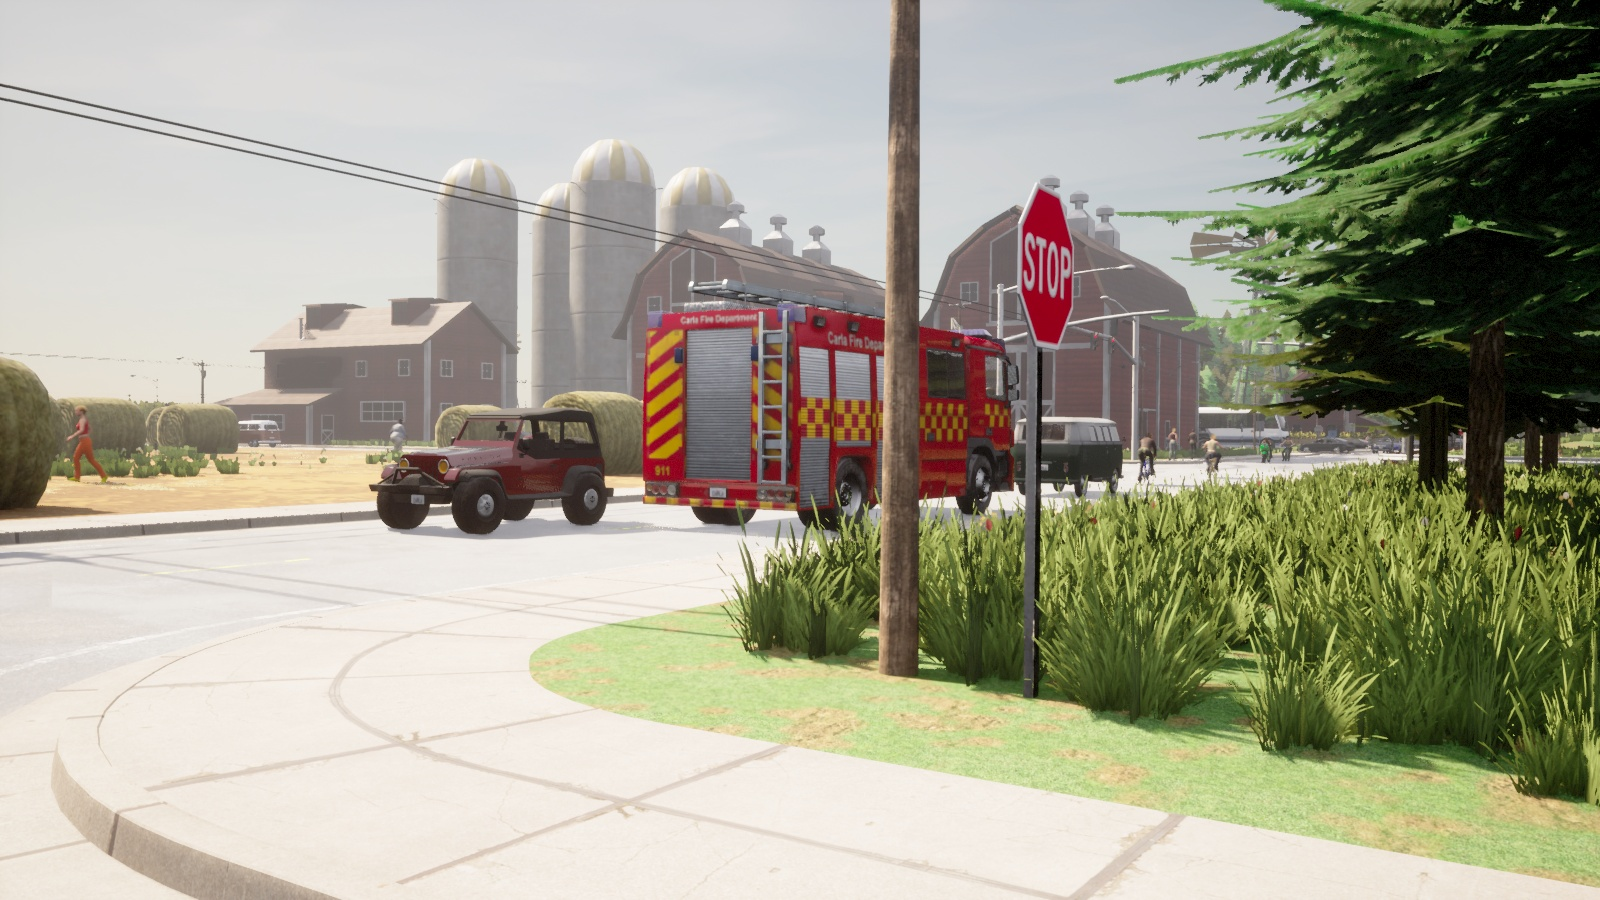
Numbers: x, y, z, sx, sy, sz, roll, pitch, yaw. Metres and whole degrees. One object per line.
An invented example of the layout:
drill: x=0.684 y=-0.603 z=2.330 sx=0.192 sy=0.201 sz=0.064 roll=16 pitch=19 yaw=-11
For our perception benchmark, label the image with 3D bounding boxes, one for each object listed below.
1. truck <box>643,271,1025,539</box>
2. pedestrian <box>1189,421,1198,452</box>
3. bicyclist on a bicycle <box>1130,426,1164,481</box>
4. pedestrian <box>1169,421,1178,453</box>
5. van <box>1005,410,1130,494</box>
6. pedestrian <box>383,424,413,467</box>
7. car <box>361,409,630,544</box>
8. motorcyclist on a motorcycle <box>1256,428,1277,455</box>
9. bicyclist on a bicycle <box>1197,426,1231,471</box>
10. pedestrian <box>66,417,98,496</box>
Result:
truck: x=1.041 y=-0.713 z=22.314 sx=2.891 sy=3.827 sz=8.468 roll=0 pitch=1 yaw=32
pedestrian: x=23.314 y=-0.805 z=74.377 sx=0.328 sy=1.805 sz=0.869 roll=0 pitch=1 yaw=31
bicyclist on a bicycle: x=10.627 y=0.099 z=38.393 sx=0.582 sy=1.620 sz=1.656 roll=0 pitch=0 yaw=31
pedestrian: x=21.037 y=-0.735 z=70.746 sx=0.345 sy=1.836 sz=0.594 roll=0 pitch=1 yaw=32
van: x=6.932 y=0.016 z=32.205 sx=1.775 sy=1.987 sz=4.442 roll=0 pitch=1 yaw=31
pedestrian: x=-17.721 y=-0.204 z=55.395 sx=0.874 sy=1.855 sz=0.900 roll=0 pitch=1 yaw=30
car: x=-4.638 y=0.336 z=19.657 sx=1.905 sy=1.878 sz=3.866 roll=0 pitch=1 yaw=31
motorcyclist on a motorcycle: x=26.969 y=-0.487 z=72.584 sx=0.797 sy=1.523 sz=2.044 roll=0 pitch=1 yaw=31
bicyclist on a bicycle: x=15.152 y=-0.062 z=45.971 sx=0.866 sy=1.612 sz=1.509 roll=0 pitch=0 yaw=31
pedestrian: x=-16.727 y=0.140 z=29.269 sx=0.594 sy=1.836 sz=0.345 roll=-1 pitch=1 yaw=-34
